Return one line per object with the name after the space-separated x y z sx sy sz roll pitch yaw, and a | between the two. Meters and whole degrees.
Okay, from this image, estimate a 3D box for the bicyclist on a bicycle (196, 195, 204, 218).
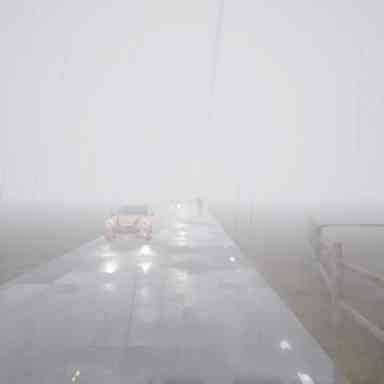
0.740 1.344 29.382 0.659 1.776 1.843 0 0 0 | bicyclist on a bicycle

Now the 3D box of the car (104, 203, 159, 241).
-2.857 1.370 16.586 2.097 1.767 4.553 0 0 0 | car

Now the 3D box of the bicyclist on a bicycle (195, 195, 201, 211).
0.735 1.282 38.590 0.659 1.776 1.843 0 1 0 | bicyclist on a bicycle

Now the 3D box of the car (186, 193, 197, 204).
0.051 1.262 55.901 1.812 1.442 4.674 0 1 0 | car

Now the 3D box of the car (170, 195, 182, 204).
-2.828 1.198 58.199 2.128 1.511 4.902 0 1 0 | car

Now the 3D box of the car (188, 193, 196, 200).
-0.042 0.995 74.390 1.812 1.442 4.674 0 1 0 | car
